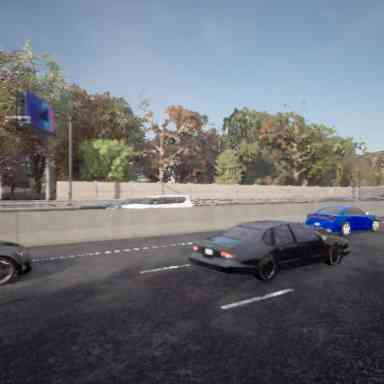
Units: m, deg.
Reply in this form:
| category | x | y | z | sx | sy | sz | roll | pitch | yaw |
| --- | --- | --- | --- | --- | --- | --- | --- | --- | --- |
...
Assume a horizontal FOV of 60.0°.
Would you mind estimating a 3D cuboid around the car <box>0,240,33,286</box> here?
| category | x | y | z | sx | sy | sz | roll | pitch | yaw |
| --- | --- | --- | --- | --- | --- | --- | --- | --- | --- |
| car | -6.142 | 1.564 | 7.960 | 4.181 | 1.385 | 1.994 | 0 | 0 | -36 |

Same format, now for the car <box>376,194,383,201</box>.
| category | x | y | z | sx | sy | sz | roll | pitch | yaw |
| --- | --- | --- | --- | --- | --- | --- | --- | --- | --- |
| car | 30.727 | 1.303 | 51.625 | 5.566 | 2.045 | 2.150 | 0 | 0 | -35 |

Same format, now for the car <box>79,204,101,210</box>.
| category | x | y | z | sx | sy | sz | roll | pitch | yaw |
| --- | --- | --- | --- | --- | --- | --- | --- | --- | --- |
| car | -8.409 | 1.603 | 32.386 | 4.718 | 1.301 | 1.895 | 0 | 0 | -35 |

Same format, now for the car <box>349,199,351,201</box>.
| category | x | y | z | sx | sy | sz | roll | pitch | yaw |
| --- | --- | --- | --- | --- | --- | --- | --- | --- | --- |
| car | 25.076 | 1.602 | 56.185 | 4.674 | 1.442 | 1.812 | 0 | 0 | -35 |

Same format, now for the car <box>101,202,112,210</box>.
| category | x | y | z | sx | sy | sz | roll | pitch | yaw |
| --- | --- | --- | --- | --- | --- | --- | --- | --- | --- |
| car | -5.452 | 1.355 | 30.193 | 4.553 | 1.767 | 2.097 | 0 | 0 | -35 |

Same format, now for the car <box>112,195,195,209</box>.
| category | x | y | z | sx | sy | sz | roll | pitch | yaw |
| --- | --- | --- | --- | --- | --- | --- | --- | --- | --- |
| car | -2.460 | 1.222 | 23.732 | 5.566 | 2.045 | 2.150 | 0 | 0 | -35 |

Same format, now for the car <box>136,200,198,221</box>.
| category | x | y | z | sx | sy | sz | roll | pitch | yaw |
| --- | --- | --- | --- | --- | --- | --- | --- | --- | --- |
| car | -2.032 | 1.482 | 28.333 | 5.008 | 1.535 | 1.882 | 0 | 0 | -35 |

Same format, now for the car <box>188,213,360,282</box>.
| category | x | y | z | sx | sy | sz | roll | pitch | yaw |
| --- | --- | --- | --- | --- | --- | --- | --- | --- | --- |
| car | 2.471 | 1.548 | 9.806 | 5.357 | 1.411 | 2.033 | 0 | 0 | -35 |

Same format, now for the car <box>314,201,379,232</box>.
| category | x | y | z | sx | sy | sz | roll | pitch | yaw |
| --- | --- | --- | --- | --- | --- | --- | --- | --- | --- |
| car | 8.380 | 1.484 | 18.321 | 5.008 | 1.535 | 1.882 | 0 | 0 | -36 |

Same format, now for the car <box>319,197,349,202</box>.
| category | x | y | z | sx | sy | sz | roll | pitch | yaw |
| --- | --- | --- | --- | --- | --- | --- | --- | --- | --- |
| car | 20.232 | 1.558 | 48.457 | 4.892 | 1.490 | 1.837 | 0 | 0 | -35 |
